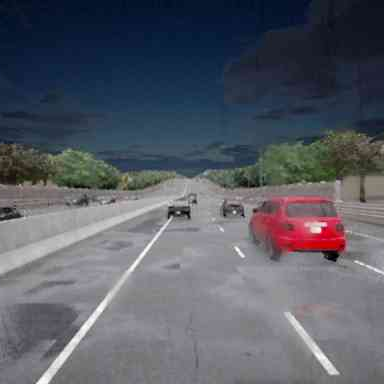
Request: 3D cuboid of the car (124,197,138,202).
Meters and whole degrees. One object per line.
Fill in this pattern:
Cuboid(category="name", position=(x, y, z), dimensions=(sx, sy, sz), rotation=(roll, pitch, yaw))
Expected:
Cuboid(category="car", position=(-10.536, 1.549, 58.030), dimensions=(2.128, 1.511, 4.902), rotation=(0, 0, 1))

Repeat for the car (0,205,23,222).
Cuboid(category="car", position=(-10.595, 1.466, 17.148), dimensions=(1.837, 1.490, 4.892), rotation=(0, 0, 0))

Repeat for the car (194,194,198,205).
Cuboid(category="car", position=(0.011, 1.561, 62.529), dimensions=(1.882, 1.535, 5.008), rotation=(0, 0, 0))

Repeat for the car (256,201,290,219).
Cuboid(category="car", position=(7.106, 1.555, 29.552), dimensions=(1.895, 1.301, 4.718), rotation=(0, 0, 0))

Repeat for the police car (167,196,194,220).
Cuboid(category="police car", position=(-1.045, 1.379, 28.122), dimensions=(1.930, 1.638, 5.238), rotation=(0, 0, 0))

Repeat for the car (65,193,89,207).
Cuboid(category="car", position=(-17.558, 1.241, 51.215), dimensions=(2.150, 2.045, 5.566), rotation=(0, 0, 0))

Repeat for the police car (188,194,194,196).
Cuboid(category="police car", position=(-1.042, 1.413, 44.136), dimensions=(1.930, 1.638, 5.238), rotation=(0, 0, 0))

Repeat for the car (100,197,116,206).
Cuboid(category="car", position=(-14.036, 1.535, 55.732), dimensions=(2.128, 1.511, 4.902), rotation=(0, 0, 1))

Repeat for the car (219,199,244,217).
Cuboid(category="car", position=(3.606, 1.460, 30.560), dimensions=(1.837, 1.490, 4.892), rotation=(0, 0, 0))

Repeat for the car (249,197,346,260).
Cuboid(category="car", position=(3.602, 1.191, 12.358), dimensions=(2.150, 2.045, 5.566), rotation=(0, 0, 0))
